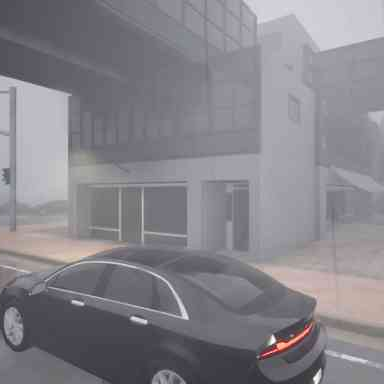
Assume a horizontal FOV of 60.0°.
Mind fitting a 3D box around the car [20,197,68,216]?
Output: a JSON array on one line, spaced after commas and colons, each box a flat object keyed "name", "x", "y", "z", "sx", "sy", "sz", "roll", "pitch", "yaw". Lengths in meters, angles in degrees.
[{"name": "car", "x": -13.966, "y": 1.505, "z": 33.197, "sx": 1.837, "sy": 1.490, "sz": 4.892, "roll": 0, "pitch": 0, "yaw": 36}]

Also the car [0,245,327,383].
[{"name": "car", "x": -0.788, "y": 1.505, "z": 4.555, "sx": 4.892, "sy": 1.490, "sz": 1.837, "roll": 0, "pitch": 0, "yaw": 36}]

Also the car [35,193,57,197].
[{"name": "car", "x": -31.200, "y": 1.153, "z": 69.870, "sx": 4.605, "sy": 1.855, "sz": 1.932, "roll": 0, "pitch": 0, "yaw": 35}]

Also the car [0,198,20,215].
[{"name": "car", "x": -18.344, "y": 1.564, "z": 33.145, "sx": 1.994, "sy": 1.385, "sz": 4.181, "roll": 0, "pitch": 0, "yaw": 36}]

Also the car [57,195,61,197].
[{"name": "car", "x": -29.471, "y": 1.364, "z": 72.196, "sx": 3.905, "sy": 1.438, "sz": 1.784, "roll": 0, "pitch": 0, "yaw": 35}]
